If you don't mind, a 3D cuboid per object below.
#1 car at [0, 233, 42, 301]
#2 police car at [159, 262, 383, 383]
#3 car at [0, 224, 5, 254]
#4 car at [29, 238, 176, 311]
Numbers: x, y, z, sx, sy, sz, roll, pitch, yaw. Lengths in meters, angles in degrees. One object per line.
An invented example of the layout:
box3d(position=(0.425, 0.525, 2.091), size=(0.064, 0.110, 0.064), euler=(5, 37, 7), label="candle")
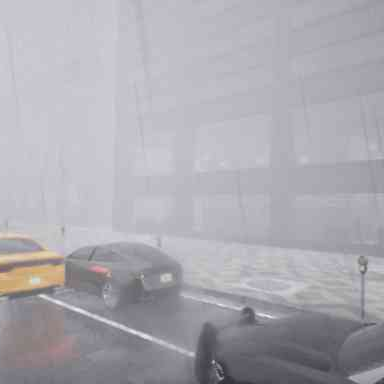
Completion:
box3d(position=(-5.305, 1.811, 8.779), size=(5.008, 1.535, 1.882), euler=(-1, -4, 39), label="car")
box3d(position=(2.306, 1.606, 2.479), size=(5.238, 1.638, 1.930), euler=(-1, -4, 40), label="police car")
box3d(position=(-10.769, 2.144, 15.830), size=(4.206, 1.307, 1.802), euler=(-1, -4, 40), label="car")
box3d(position=(-2.164, 1.952, 8.635), size=(4.313, 1.339, 1.947), euler=(-1, -4, 40), label="car")
